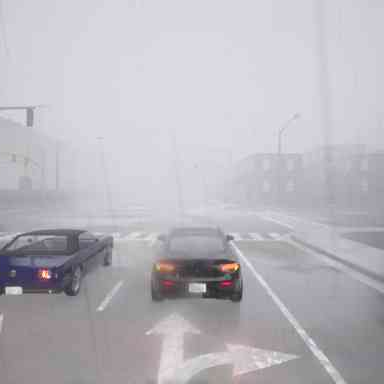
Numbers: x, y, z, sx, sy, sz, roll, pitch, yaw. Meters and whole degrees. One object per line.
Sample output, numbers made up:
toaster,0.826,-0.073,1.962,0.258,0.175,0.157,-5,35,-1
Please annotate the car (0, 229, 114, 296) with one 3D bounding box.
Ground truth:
car,-3.398,1.599,8.591,1.895,1.301,4.718,0,0,0

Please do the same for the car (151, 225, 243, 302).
car,0.100,1.524,8.158,1.812,1.442,4.674,0,0,0
